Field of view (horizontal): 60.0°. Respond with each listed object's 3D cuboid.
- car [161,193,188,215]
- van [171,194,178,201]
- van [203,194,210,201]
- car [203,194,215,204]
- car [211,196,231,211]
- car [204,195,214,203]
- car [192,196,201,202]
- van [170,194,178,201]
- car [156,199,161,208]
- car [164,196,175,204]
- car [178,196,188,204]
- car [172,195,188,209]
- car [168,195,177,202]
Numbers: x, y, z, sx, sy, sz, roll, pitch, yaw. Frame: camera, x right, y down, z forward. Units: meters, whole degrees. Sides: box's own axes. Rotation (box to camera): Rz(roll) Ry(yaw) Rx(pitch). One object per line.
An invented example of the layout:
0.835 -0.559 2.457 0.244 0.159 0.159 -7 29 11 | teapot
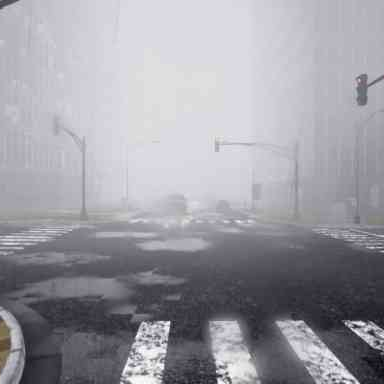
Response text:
-1.604 1.239 33.891 2.150 2.045 5.566 0 0 0 | car
-4.451 1.315 85.957 1.690 1.788 3.998 0 0 0 | van
3.469 1.321 80.487 1.690 1.788 3.998 0 0 0 | van
3.590 1.313 63.904 2.192 1.841 5.009 0 0 0 | car
3.800 1.579 41.796 1.947 1.339 4.313 0 0 0 | car
3.550 1.432 69.433 1.967 1.590 4.097 0 0 0 | car
0.962 1.512 73.077 1.812 1.442 4.674 0 0 0 | car
-4.411 1.321 80.430 1.690 1.788 3.998 0 0 0 | van
-4.170 1.592 47.265 1.802 1.307 4.206 0 0 0 | car
-4.290 1.564 63.848 1.947 1.339 4.313 0 0 0 | car
-1.752 1.541 67.520 2.033 1.411 5.357 0 0 0 | car
-1.701 1.361 47.430 2.097 1.767 4.553 0 0 0 | car
-4.371 1.426 74.903 1.967 1.590 4.097 0 0 0 | car
